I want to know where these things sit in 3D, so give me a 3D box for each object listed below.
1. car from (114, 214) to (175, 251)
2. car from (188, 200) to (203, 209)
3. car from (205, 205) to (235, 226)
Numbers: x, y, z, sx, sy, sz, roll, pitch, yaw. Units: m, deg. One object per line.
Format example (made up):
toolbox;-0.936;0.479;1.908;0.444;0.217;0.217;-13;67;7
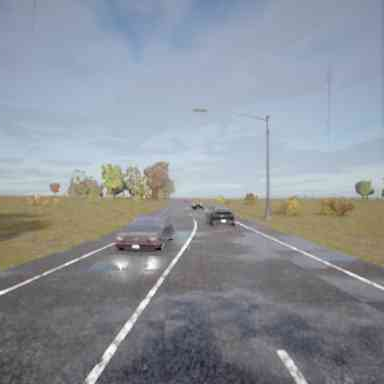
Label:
car;-1.941;1.737;15.359;2.033;1.411;5.357;0;-1;5
car;0.851;2.318;57.770;1.895;1.301;4.718;0;-1;-2
car;2.157;1.833;26.224;1.837;1.490;4.892;0;-1;-2
